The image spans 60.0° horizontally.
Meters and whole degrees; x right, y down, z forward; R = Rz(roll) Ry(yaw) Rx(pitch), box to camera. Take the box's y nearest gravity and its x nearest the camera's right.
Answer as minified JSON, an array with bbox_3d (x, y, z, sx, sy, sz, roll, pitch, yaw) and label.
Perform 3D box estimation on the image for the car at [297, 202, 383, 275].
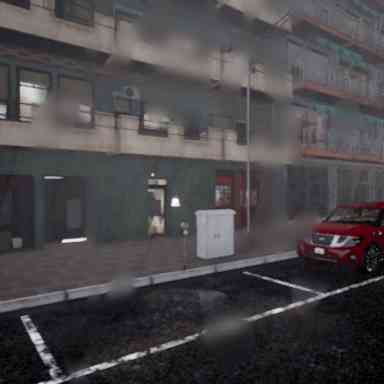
[{"bbox_3d":[5.507,1.267,10.485,5.009,1.841,2.192,0,0,-35],"label":"car"}]
